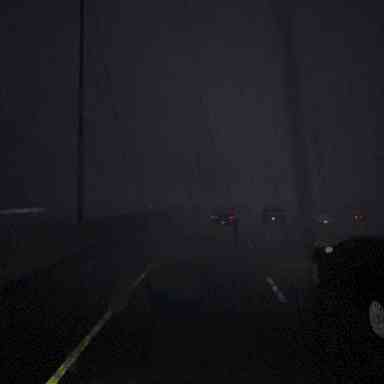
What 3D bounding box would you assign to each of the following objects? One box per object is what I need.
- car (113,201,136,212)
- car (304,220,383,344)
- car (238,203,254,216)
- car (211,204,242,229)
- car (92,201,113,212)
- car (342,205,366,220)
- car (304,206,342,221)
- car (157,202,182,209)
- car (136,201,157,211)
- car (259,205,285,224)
[{"bbox_3d":[-9.315,2.126,49.270,1.812,1.442,4.674,0,-1,18],"label":"car"},{"bbox_3d":[3.885,1.573,6.535,1.882,1.535,5.008,0,-1,3],"label":"car"},{"bbox_3d":[6.239,2.016,39.720,2.128,1.511,4.902,0,-1,17],"label":"car"},{"bbox_3d":[2.417,1.839,23.995,1.812,1.442,4.674,0,-1,10],"label":"car"},{"bbox_3d":[-12.949,2.085,49.420,2.128,1.511,4.902,0,-1,18],"label":"car"},{"bbox_3d":[14.617,1.939,30.786,1.837,1.490,4.892,0,-1,14],"label":"car"},{"bbox_3d":[9.861,1.881,25.650,1.812,1.442,4.674,0,-1,11],"label":"car"},{"bbox_3d":[-2.771,2.113,46.766,1.812,1.442,4.674,0,-1,18],"label":"car"},{"bbox_3d":[-5.860,2.110,48.573,1.837,1.490,4.892,0,-1,19],"label":"car"},{"bbox_3d":[6.948,1.891,28.746,1.837,1.490,4.892,0,-1,12],"label":"car"}]
